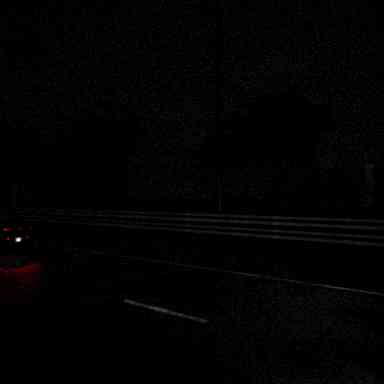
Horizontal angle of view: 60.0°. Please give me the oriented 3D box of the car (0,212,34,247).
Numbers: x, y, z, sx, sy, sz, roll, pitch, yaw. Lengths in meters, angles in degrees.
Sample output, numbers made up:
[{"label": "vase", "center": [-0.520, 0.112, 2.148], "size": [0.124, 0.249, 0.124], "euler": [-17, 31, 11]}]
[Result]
[{"label": "car", "center": [-8.878, 1.665, 14.640], "size": [4.892, 1.490, 1.837], "euler": [-1, 0, 36]}]
